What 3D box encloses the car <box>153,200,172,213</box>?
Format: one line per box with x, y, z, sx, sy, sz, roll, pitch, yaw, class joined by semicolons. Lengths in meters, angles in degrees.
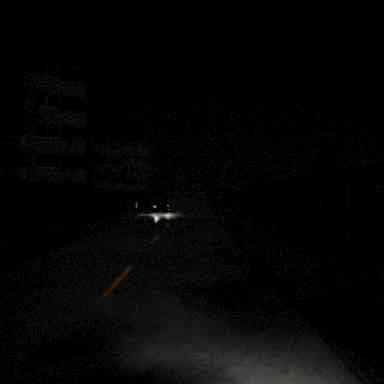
-3.807;1.843;43.592;2.097;1.767;4.553;-1;-1;0;car
